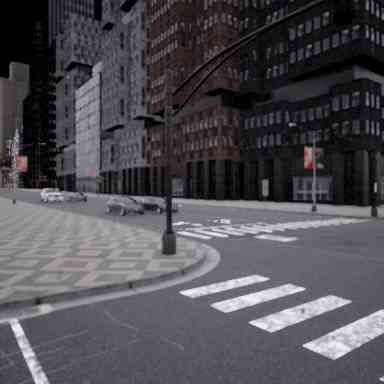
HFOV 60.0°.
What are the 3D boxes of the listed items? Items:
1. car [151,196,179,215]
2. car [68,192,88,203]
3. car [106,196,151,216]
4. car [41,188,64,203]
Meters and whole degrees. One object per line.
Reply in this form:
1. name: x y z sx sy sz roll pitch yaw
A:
1. car: -2.990 1.142 29.610 1.837 1.490 4.892 0 1 -36
2. car: -16.766 0.801 48.667 1.837 1.490 4.892 0 0 -36
3. car: -5.630 1.151 27.714 1.837 1.490 4.892 0 1 -36
4. car: -20.146 0.506 47.811 2.150 2.045 5.566 0 1 -36
